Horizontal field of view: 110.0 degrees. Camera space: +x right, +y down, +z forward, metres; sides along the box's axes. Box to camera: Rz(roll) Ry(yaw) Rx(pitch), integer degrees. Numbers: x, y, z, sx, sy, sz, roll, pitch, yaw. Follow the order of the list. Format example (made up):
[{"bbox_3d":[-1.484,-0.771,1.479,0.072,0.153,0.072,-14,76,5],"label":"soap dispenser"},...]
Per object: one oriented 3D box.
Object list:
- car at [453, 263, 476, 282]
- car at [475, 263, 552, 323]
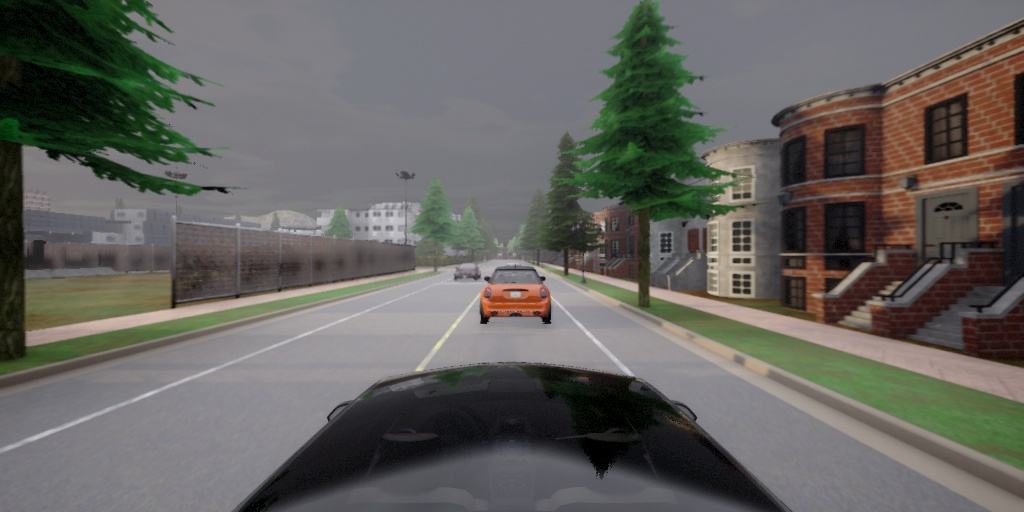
[{"bbox_3d":[-3.573,1.278,29.374,1.812,1.442,4.674,0,0,0],"label":"car"},{"bbox_3d":[0.103,1.103,12.193,2.097,1.767,4.553,0,0,0],"label":"car"}]
